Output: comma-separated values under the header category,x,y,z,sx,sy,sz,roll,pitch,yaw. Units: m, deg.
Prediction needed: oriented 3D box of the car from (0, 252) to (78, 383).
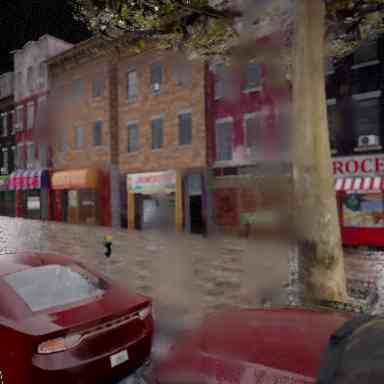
category,x,y,z,sx,sy,sz,roll,pitch,yaw
car,-2.545,1.524,4.652,4.507,1.381,1.887,0,-1,36

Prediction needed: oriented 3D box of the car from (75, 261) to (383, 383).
category,x,y,z,sx,sy,sz,roll,pitch,yaw
car,1.985,1.319,1.430,5.009,1.841,2.192,0,-1,36
